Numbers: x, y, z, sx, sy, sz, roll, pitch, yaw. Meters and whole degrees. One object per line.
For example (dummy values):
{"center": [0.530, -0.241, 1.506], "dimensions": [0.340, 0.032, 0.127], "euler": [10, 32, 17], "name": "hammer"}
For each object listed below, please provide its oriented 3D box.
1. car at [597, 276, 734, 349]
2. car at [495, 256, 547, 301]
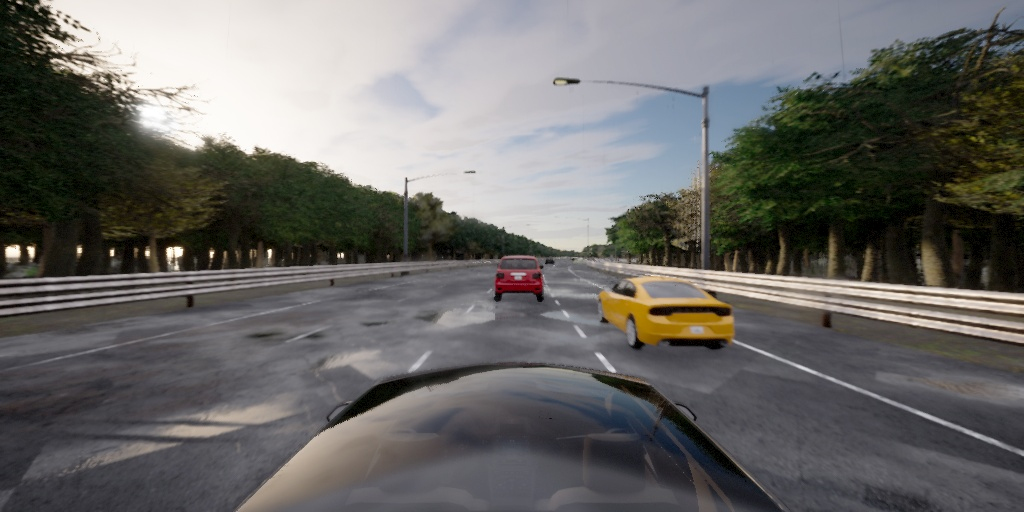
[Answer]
{"center": [3.557, 1.256, 9.276], "dimensions": [1.882, 1.535, 5.008], "euler": [0, 0, 1], "name": "car"}
{"center": [0.398, 1.008, 17.850], "dimensions": [2.150, 2.045, 5.566], "euler": [0, 0, 3], "name": "car"}
